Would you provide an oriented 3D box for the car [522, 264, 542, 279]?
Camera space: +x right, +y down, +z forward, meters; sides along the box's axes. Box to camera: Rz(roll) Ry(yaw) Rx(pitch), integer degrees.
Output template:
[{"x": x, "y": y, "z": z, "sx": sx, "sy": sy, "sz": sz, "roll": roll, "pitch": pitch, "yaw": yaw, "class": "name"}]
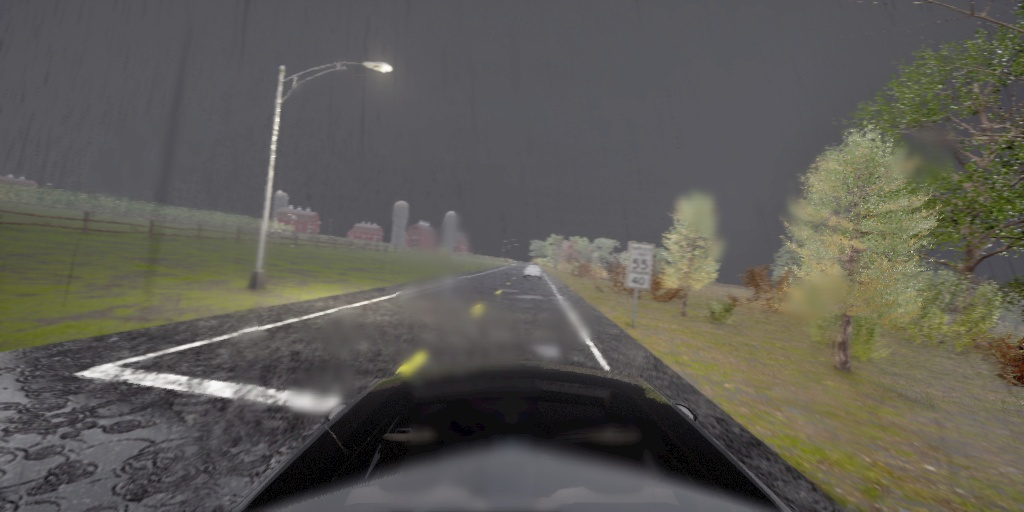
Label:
[{"x": 2.289, "y": 1.721, "z": 39.713, "sx": 1.812, "sy": 1.442, "sz": 4.674, "roll": 6, "pitch": 0, "yaw": 3, "class": "car"}]
